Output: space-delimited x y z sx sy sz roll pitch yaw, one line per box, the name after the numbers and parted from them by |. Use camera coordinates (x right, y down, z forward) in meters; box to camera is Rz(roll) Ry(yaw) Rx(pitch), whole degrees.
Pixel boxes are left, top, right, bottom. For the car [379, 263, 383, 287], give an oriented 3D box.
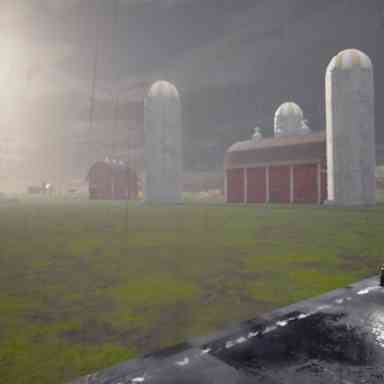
6.205 1.602 7.845 4.181 1.385 1.994 0 -1 -37 | car
